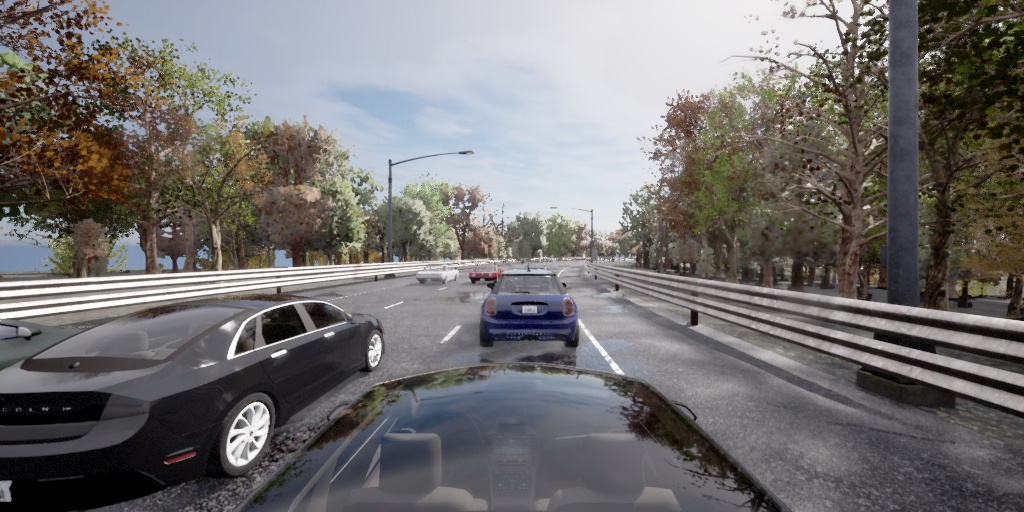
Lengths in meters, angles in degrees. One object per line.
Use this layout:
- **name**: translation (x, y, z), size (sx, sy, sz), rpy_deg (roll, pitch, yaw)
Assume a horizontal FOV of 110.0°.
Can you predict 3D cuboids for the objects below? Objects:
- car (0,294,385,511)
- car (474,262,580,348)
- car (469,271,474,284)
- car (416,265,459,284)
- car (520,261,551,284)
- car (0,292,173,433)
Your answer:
- **car**: translation (-3.286, 1.252, 4.715), size (1.837, 1.490, 4.892), rpy_deg (0, 0, 1)
- **car**: translation (0.393, 1.097, 9.363), size (2.097, 1.767, 4.553), rpy_deg (0, 0, 1)
- **car**: translation (-1.764, 1.327, 26.662), size (1.895, 1.301, 4.718), rpy_deg (0, 0, 7)
- **car**: translation (-5.328, 1.318, 26.317), size (1.895, 1.301, 4.718), rpy_deg (0, 0, 6)
- **car**: translation (1.940, 1.226, 28.133), size (2.128, 1.511, 4.902), rpy_deg (0, 0, 7)
- **car**: translation (-6.803, 1.311, 4.025), size (1.994, 1.385, 4.181), rpy_deg (0, 0, 1)
